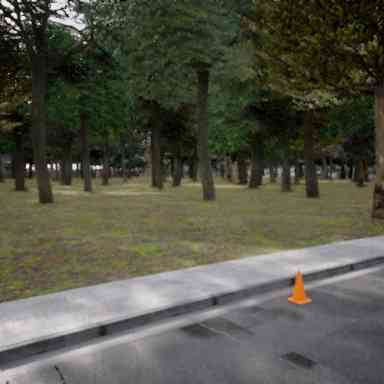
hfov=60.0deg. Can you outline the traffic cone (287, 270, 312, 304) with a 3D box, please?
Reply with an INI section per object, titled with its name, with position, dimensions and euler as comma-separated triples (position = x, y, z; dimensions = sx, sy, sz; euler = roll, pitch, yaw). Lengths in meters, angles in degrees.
[traffic cone]
position = 2.066, 1.791, 6.401
dimensions = 0.340, 0.580, 0.340
euler = -2, 1, -32
